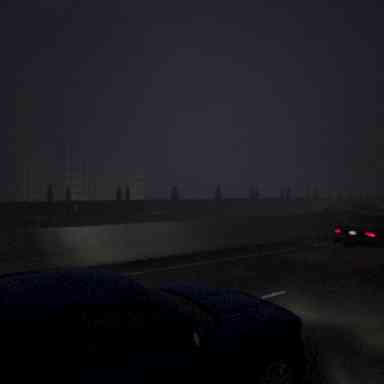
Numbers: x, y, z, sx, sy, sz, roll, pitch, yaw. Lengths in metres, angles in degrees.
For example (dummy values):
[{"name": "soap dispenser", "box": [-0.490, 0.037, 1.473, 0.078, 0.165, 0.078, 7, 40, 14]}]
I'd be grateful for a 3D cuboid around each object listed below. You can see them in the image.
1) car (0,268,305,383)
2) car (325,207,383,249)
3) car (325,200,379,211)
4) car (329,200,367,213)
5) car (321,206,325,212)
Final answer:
[{"name": "car", "box": [-1.032, 1.478, 3.011, 5.008, 1.535, 1.882, 0, 0, -36]}, {"name": "car", "box": [7.966, 1.556, 13.727, 5.357, 1.411, 2.033, 0, 0, -36]}, {"name": "car", "box": [12.896, 1.493, 26.082, 5.008, 1.535, 1.882, 0, 0, -35]}, {"name": "car", "box": [18.046, 1.622, 38.306, 4.718, 1.301, 1.895, 0, 0, -35]}, {"name": "car", "box": [14.128, 1.495, 31.251, 5.008, 1.535, 1.882, 0, 0, -35]}]
